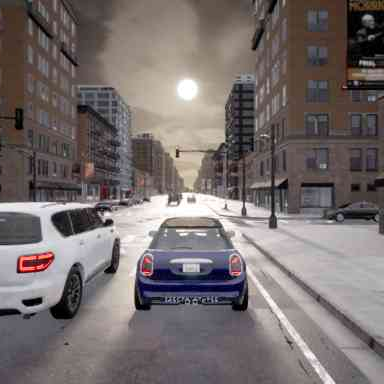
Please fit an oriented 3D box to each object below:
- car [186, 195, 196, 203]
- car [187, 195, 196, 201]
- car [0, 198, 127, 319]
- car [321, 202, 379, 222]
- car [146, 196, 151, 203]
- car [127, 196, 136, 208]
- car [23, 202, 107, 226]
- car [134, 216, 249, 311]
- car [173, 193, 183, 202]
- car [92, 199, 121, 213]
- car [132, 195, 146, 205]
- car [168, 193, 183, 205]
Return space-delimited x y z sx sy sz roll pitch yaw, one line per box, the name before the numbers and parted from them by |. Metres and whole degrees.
car | -0.115 1.482 69.327 2.128 1.511 4.902 0 0 0
car | -0.133 1.453 79.777 1.895 1.301 4.718 0 0 0
car | -3.160 1.223 7.485 2.150 2.045 5.566 0 0 0
car | 12.679 1.545 25.986 4.892 1.490 1.837 0 0 2
car | -9.868 1.565 70.757 1.895 1.301 4.718 0 0 0
car | -9.926 1.597 48.735 1.895 1.301 4.718 0 0 0
car | -8.605 1.477 22.867 5.008 1.535 1.882 0 0 -1
car | -0.005 1.352 7.944 2.097 1.767 4.553 0 0 0
car | -3.384 1.212 80.460 2.150 2.045 5.566 0 0 0
car | -9.915 1.546 39.093 2.033 1.411 5.357 0 0 0
car | -9.925 1.346 58.452 2.097 1.767 4.553 0 0 0
car | -3.250 1.214 60.834 2.150 2.045 5.566 0 0 0
